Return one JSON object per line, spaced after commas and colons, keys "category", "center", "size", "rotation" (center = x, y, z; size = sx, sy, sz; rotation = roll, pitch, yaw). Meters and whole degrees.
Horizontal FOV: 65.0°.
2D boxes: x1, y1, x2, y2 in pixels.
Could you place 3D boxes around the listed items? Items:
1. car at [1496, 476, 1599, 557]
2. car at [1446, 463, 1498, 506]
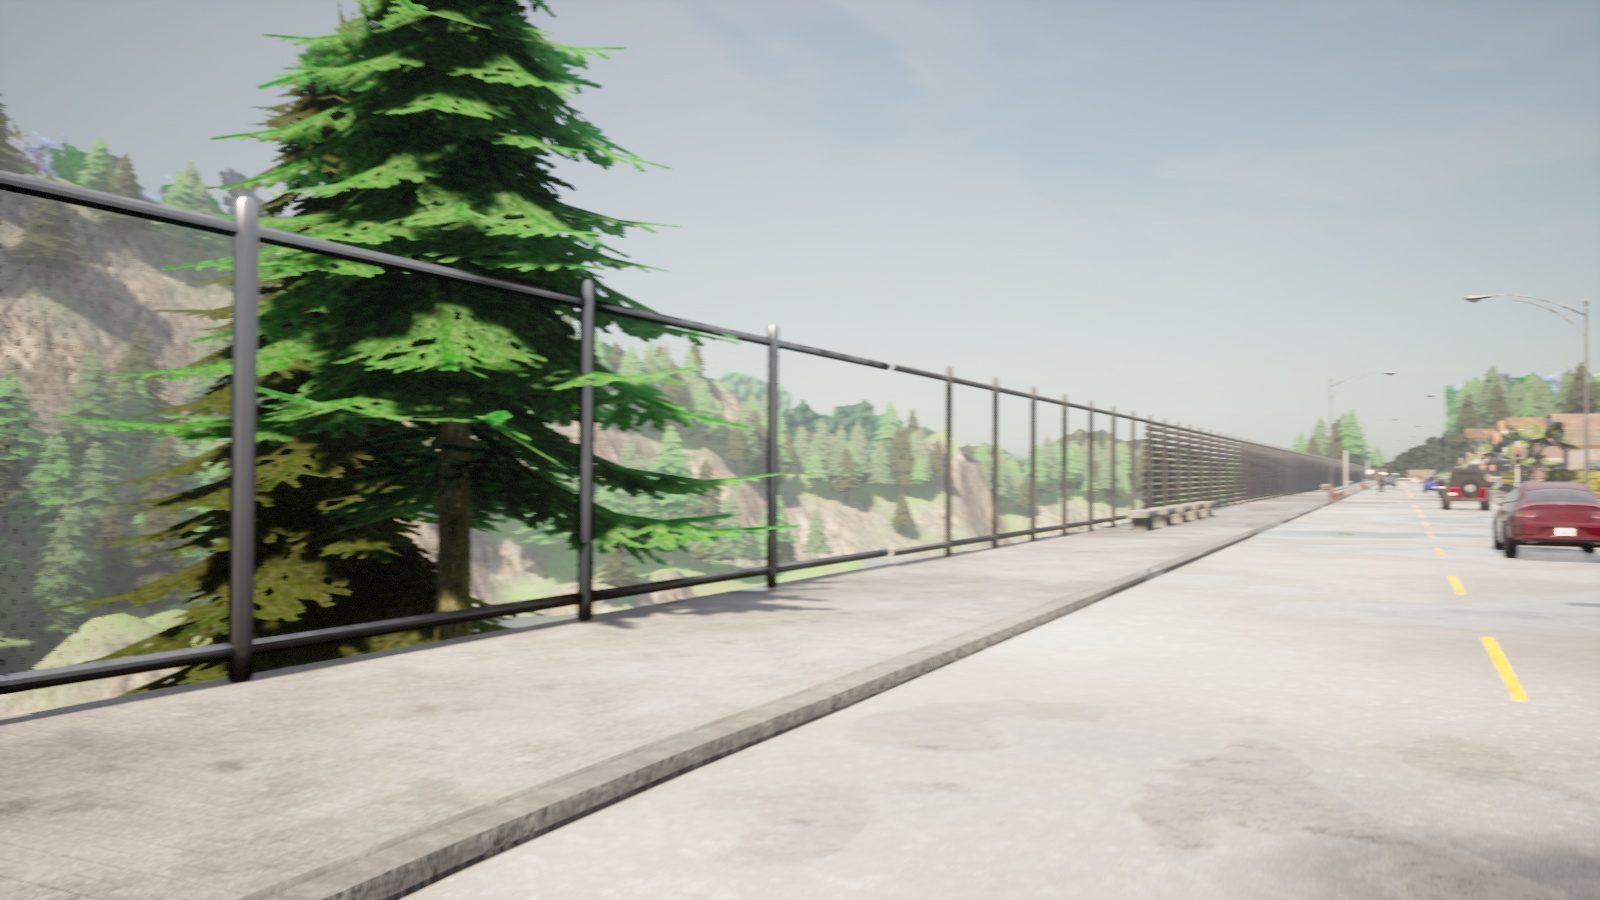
{"category": "car", "center": [14.956, 1.240, 24.840], "size": [1.812, 1.442, 4.674], "rotation": [-1, -1, 26]}
{"category": "car", "center": [30.483, 1.534, 57.069], "size": [1.905, 1.878, 3.866], "rotation": [-1, -1, 26]}
